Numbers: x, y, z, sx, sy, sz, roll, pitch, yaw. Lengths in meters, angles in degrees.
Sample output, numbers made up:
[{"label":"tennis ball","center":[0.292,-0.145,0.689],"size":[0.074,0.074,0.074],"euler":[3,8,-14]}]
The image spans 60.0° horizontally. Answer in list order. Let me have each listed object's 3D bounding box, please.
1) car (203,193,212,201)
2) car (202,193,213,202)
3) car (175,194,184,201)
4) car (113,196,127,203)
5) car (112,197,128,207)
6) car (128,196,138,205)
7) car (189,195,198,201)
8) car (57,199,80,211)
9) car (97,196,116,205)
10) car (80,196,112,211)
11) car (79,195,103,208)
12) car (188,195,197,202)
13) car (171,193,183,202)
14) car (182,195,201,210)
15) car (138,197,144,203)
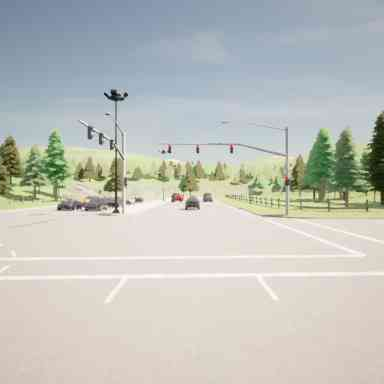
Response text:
[{"label":"car","center":[3.875,1.162,84.354],"size":[2.150,2.045,5.566],"euler":[0,0,2]},{"label":"car","center":[3.639,1.532,73.730],"size":[2.033,1.411,5.357],"euler":[0,0,1]},{"label":"car","center":[-3.123,1.414,84.518],"size":[1.882,1.535,5.008],"euler":[0,0,2]},{"label":"car","center":[-14.902,1.591,68.705],"size":[1.895,1.301,4.718],"euler":[0,0,0]},{"label":"car","center":[-11.529,1.544,50.079],"size":[2.033,1.411,5.357],"euler":[0,0,0]},{"label":"car","center":[-11.495,1.597,59.664],"size":[1.895,1.301,4.718],"euler":[0,0,1]},{"label":"car","center":[0.375,1.462,84.421],"size":[2.128,1.511,4.902],"euler":[0,0,2]},{"label":"car","center":[-15.031,1.562,41.177],"size":[1.994,1.385,4.181],"euler":[0,0,1]},{"label":"car","center":[-14.991,1.488,58.563],"size":[2.128,1.511,4.902],"euler":[0,0,0]},{"label":"car","center":[-11.543,1.502,40.341],"size":[1.837,1.490,4.892],"euler":[0,0,0]},{"label":"car","center":[-15.025,1.349,49.684],"size":[2.097,1.767,4.553],"euler":[0,0,0]},{"label":"car","center":[0.143,1.471,74.151],"size":[1.882,1.535,5.008],"euler":[0,0,1]},{"label":"car","center":[-3.361,1.216,73.773],"size":[2.150,2.045,5.566],"euler":[0,0,1]},{"label":"car","center":[0.060,1.501,43.132],"size":[1.837,1.490,4.892],"euler":[0,0,0]},{"label":"car","center":[-11.400,1.591,69.856],"size":[1.895,1.301,4.718],"euler":[0,0,0]}]
